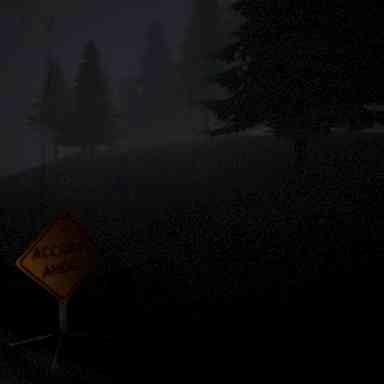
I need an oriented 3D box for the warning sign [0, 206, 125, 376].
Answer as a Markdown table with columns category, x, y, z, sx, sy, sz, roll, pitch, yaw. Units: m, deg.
| category | x | y | z | sx | sy | sz | roll | pitch | yaw |
| --- | --- | --- | --- | --- | --- | --- | --- | --- | --- |
| warning sign | -1.791 | 1.154 | 4.597 | 1.060 | 1.860 | 1.300 | -1 | 0 | 36 |
